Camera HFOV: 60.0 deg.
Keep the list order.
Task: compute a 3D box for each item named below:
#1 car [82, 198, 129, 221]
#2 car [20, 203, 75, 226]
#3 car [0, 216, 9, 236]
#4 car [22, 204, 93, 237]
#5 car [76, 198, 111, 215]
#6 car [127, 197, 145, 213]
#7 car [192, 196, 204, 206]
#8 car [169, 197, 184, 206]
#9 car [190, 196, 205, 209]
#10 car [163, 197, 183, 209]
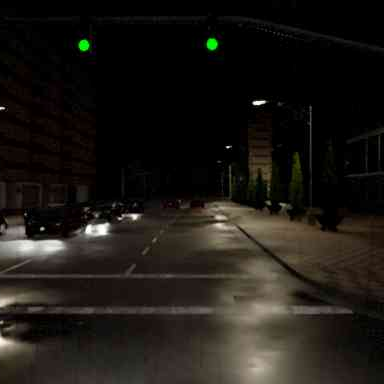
[{"bbox_3d":[-6.821,1.463,26.481,2.128,1.511,4.902,0,0,1],"label":"car"},{"bbox_3d":[-10.378,1.576,24.382,1.895,1.301,4.718,0,0,1],"label":"car"},{"bbox_3d":[-10.530,1.541,15.579,1.994,1.385,4.181,0,0,1],"label":"car"},{"bbox_3d":[-7.008,1.538,17.589,1.994,1.385,4.181,0,0,1],"label":"car"},{"bbox_3d":[-10.083,1.463,34.475,2.128,1.511,4.902,0,0,2],"label":"car"},{"bbox_3d":[-6.526,1.321,36.286,2.097,1.767,4.553,0,0,2],"label":"car"},{"bbox_3d":[1.009,1.435,55.468,1.882,1.535,5.008,0,0,1],"label":"car"},{"bbox_3d":[-2.499,1.508,55.193,2.033,1.411,5.357,0,0,1],"label":"car"},{"bbox_3d":[0.751,1.438,45.312,1.882,1.535,5.008,0,0,1],"label":"car"},{"bbox_3d":[-2.682,1.528,44.090,1.994,1.385,4.181,0,0,1],"label":"car"}]
